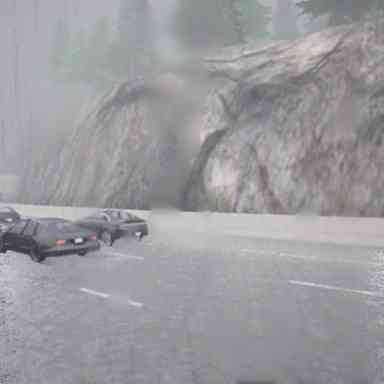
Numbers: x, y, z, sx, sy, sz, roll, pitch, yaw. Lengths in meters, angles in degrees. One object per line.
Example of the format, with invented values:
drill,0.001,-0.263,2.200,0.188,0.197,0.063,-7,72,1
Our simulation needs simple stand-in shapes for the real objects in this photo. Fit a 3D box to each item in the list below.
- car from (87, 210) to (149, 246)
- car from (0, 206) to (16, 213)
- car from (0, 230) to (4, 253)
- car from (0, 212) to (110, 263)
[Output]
car,-4.184,1.627,15.947,4.902,1.511,2.128,-1,0,40
car,-14.623,1.808,25.371,1.812,1.442,4.674,0,0,-45
car,-7.851,1.676,9.870,5.357,1.411,2.033,-1,0,40
car,-5.654,1.673,12.589,5.357,1.411,2.033,-1,0,40
